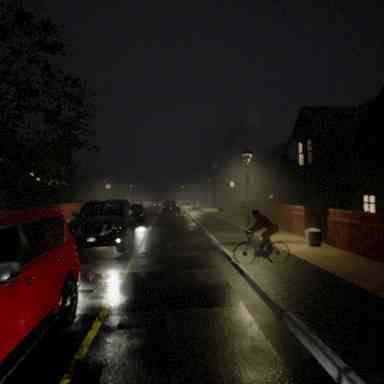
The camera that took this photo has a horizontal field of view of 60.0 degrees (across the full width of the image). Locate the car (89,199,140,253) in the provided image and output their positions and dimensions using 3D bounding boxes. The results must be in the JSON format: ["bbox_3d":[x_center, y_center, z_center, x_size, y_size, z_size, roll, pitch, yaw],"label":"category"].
[{"bbox_3d":[-3.751,1.356,14.533,2.150,2.045,5.566,-1,0,-4],"label":"car"}]

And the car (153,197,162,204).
[{"bbox_3d":[-7.891,1.970,76.294,1.994,1.385,4.181,-1,0,-4],"label":"car"}]

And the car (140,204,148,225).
[{"bbox_3d":[-4.509,1.702,25.815,1.837,1.490,4.892,-1,-1,-4],"label":"car"}]

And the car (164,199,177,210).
[{"bbox_3d":[-3.155,1.795,48.848,1.812,1.442,4.674,-1,0,-4],"label":"car"}]

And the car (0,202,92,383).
[{"bbox_3d":[-3.043,1.298,4.141,2.150,2.045,5.566,-1,0,-4],"label":"car"}]

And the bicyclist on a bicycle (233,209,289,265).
[{"bbox_3d":[1.999,1.302,9.574,1.656,1.620,0.582,-1,0,-4],"label":"bicyclist on a bicycle"}]

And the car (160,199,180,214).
[{"bbox_3d":[-2.429,1.774,38.386,1.994,1.385,4.181,-1,0,-4],"label":"car"}]
